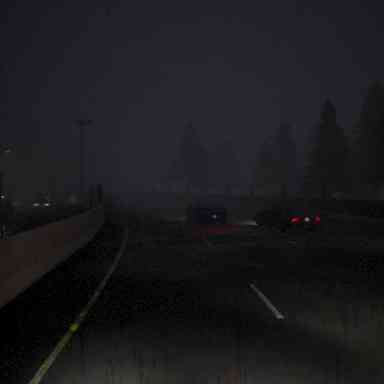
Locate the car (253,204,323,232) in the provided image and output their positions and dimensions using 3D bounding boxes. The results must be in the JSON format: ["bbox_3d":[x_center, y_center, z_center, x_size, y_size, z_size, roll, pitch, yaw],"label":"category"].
[{"bbox_3d":[5.217,1.397,18.854,2.033,1.411,5.357,0,0,-10],"label":"car"}]

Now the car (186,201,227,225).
[{"bbox_3d":[0.865,1.308,22.438,1.882,1.535,5.008,0,0,-12],"label":"car"}]
